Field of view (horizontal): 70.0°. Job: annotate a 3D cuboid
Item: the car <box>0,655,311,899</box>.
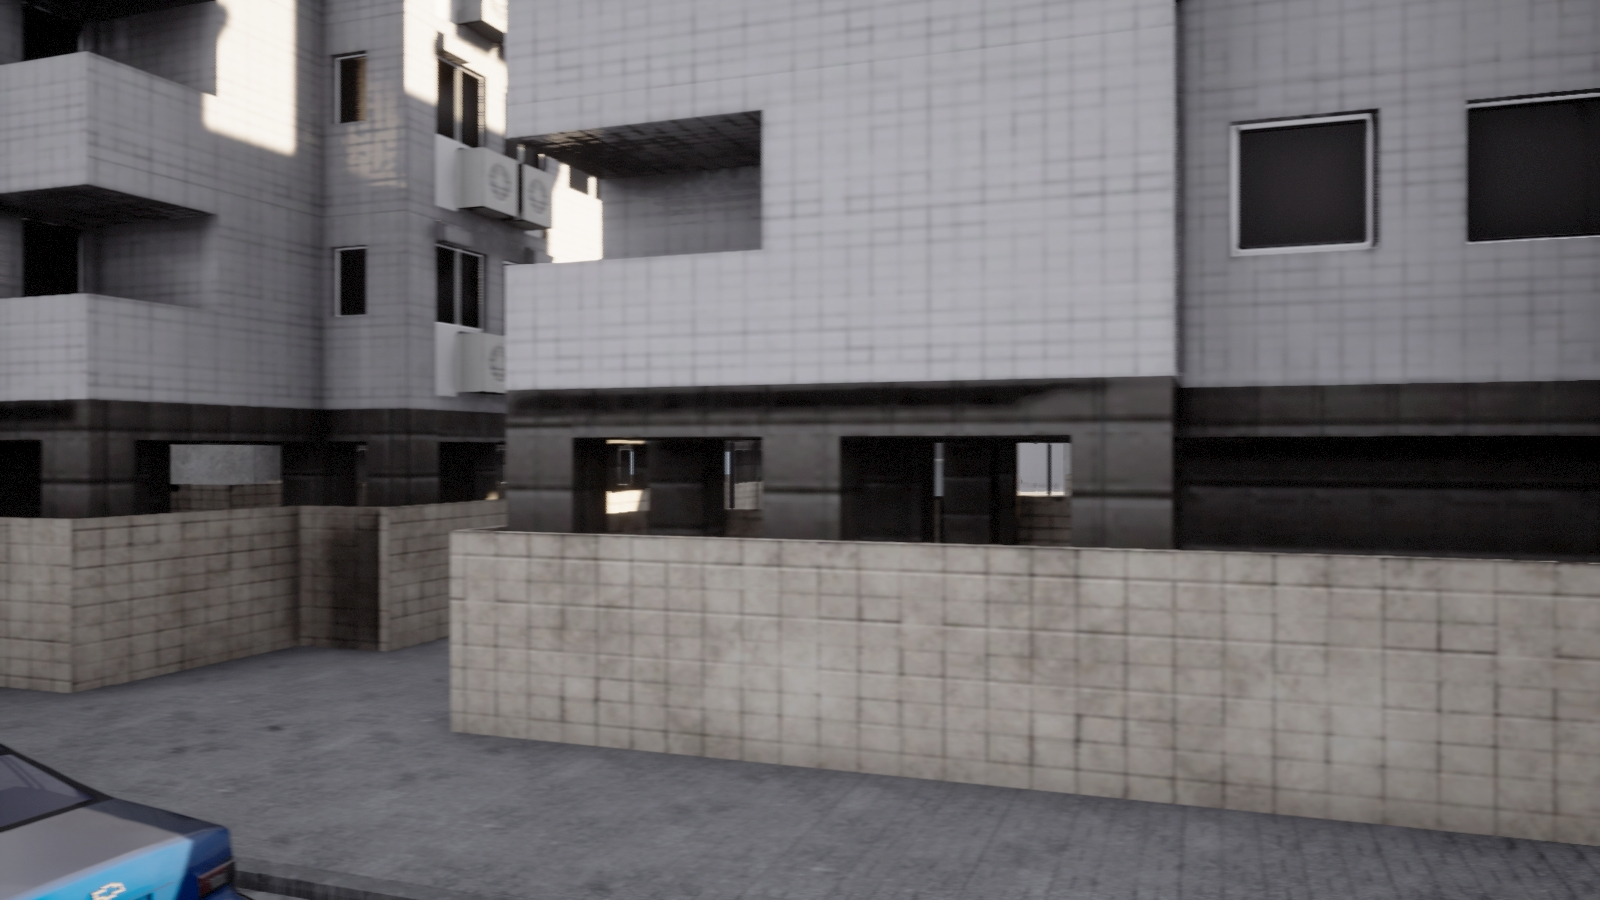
[{"bbox_3d":[-5.357,1.889,5.775,5.357,1.411,2.033,0,0,20],"label":"car"}]
